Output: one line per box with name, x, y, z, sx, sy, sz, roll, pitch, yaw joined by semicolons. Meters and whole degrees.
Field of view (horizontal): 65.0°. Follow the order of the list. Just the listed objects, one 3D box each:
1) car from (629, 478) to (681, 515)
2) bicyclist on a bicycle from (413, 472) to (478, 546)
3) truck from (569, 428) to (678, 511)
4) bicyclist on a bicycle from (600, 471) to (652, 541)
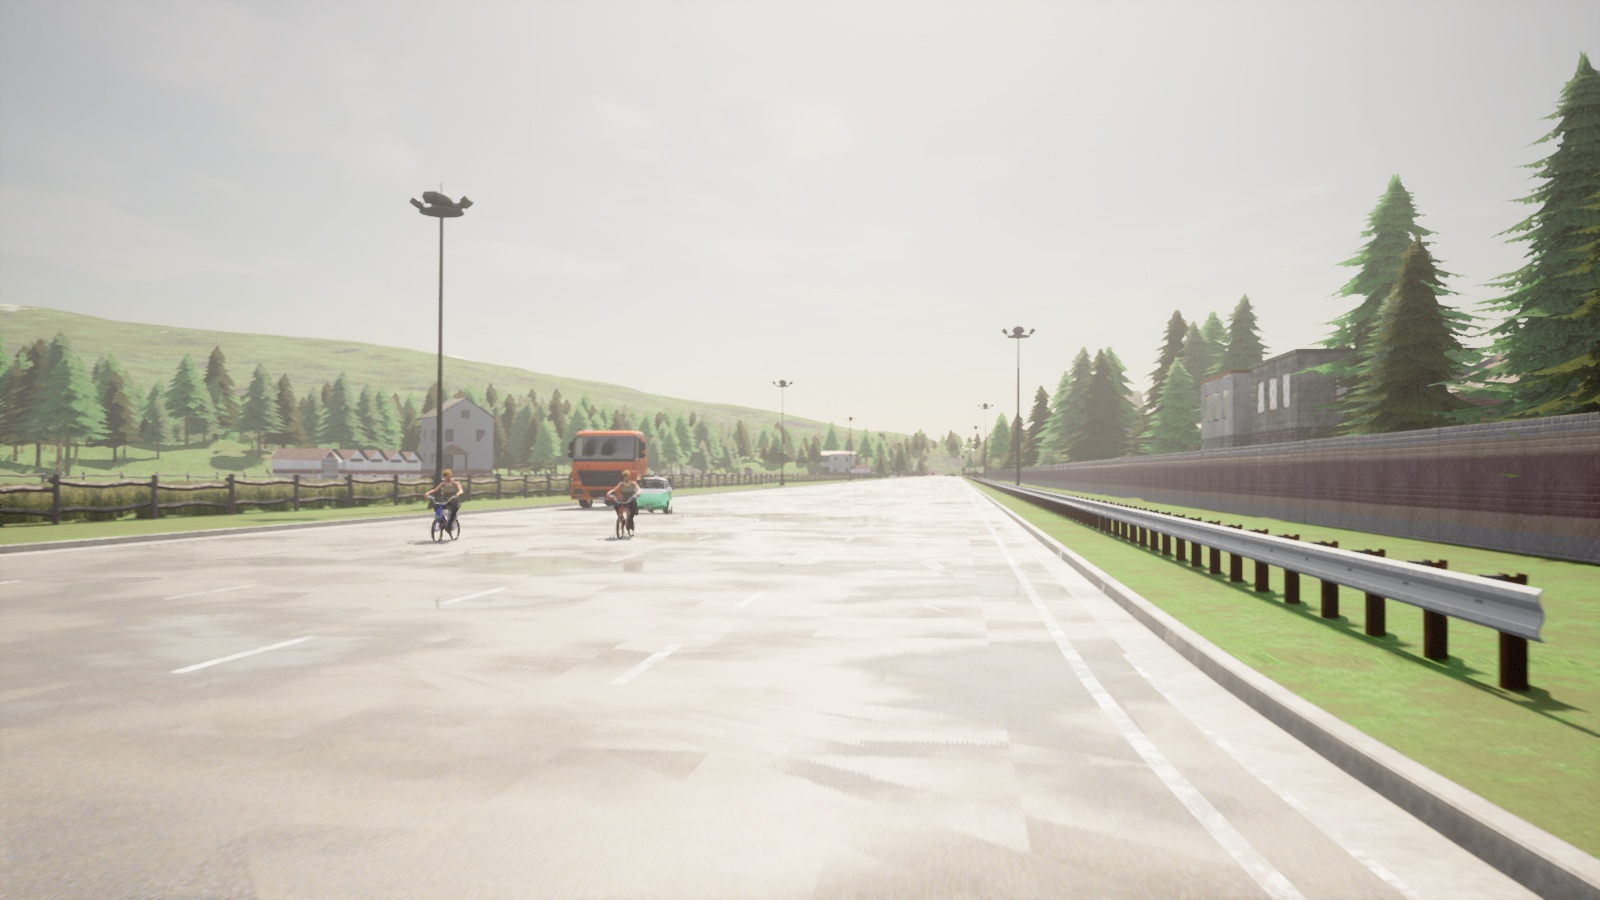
car;-5.444;1.751;47.389;1.481;1.376;2.207;0;-1;7
bicyclist on a bicycle;-7.859;1.288;27.943;0.866;1.612;1.509;0;-1;7
truck;-7.809;0.893;56.780;2.891;3.462;7.936;0;-1;7
bicyclist on a bicycle;-4.109;1.308;29.732;0.866;1.612;1.509;0;-1;7
